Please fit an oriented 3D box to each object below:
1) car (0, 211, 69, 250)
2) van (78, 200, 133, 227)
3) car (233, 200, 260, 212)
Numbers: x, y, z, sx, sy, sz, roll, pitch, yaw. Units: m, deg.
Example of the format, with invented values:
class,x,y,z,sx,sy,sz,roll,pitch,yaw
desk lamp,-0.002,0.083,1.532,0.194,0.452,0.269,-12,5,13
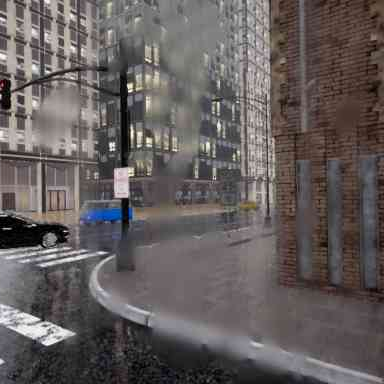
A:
class,x,y,z,sx,sy,sz,roll,pitch,yaw
car,-7.224,1.504,12.592,4.892,1.490,1.837,0,2,-39
van,-6.020,1.460,23.488,1.690,1.788,3.998,-2,-1,36
car,6.812,1.689,41.400,1.752,1.417,4.829,-2,-1,36
